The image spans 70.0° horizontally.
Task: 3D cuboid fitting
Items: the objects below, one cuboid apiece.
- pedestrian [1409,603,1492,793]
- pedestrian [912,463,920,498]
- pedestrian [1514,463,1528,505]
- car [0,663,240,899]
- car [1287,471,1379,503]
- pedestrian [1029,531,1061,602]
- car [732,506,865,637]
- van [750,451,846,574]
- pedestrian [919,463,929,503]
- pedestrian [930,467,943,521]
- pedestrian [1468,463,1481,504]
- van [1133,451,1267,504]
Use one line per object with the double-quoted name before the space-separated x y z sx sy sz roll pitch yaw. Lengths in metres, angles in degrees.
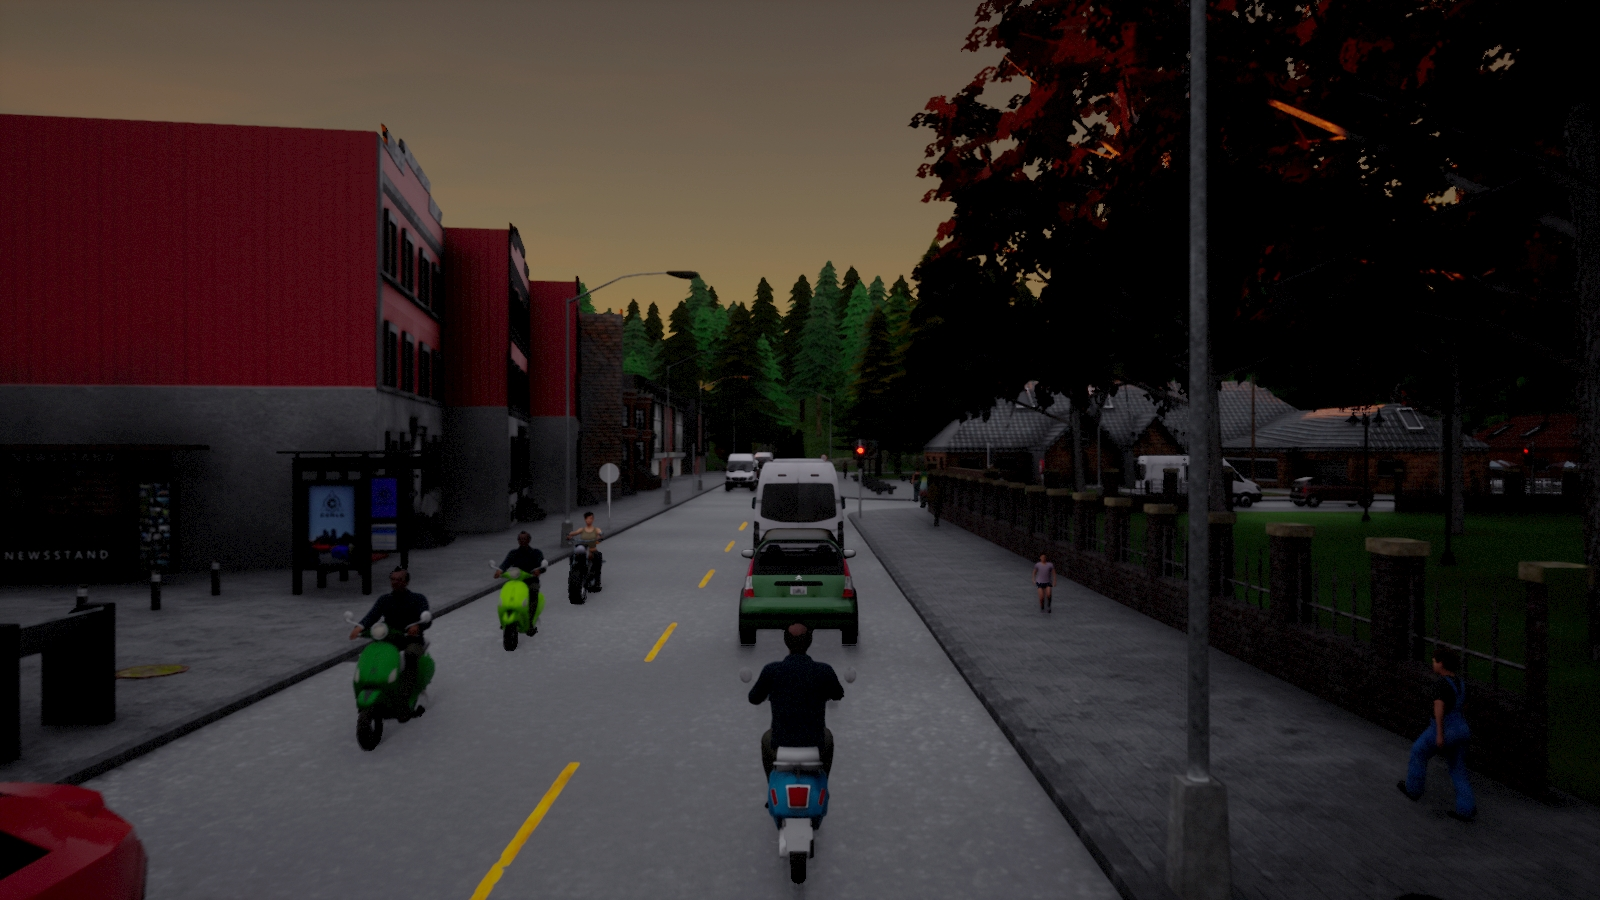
"pedestrian" 4.784 1.806 8.414 0.375 1.300 0.375 0 0 -14
"pedestrian" 6.183 1.629 60.806 0.375 1.860 0.375 0 0 16
"pedestrian" 32.180 1.525 50.990 0.375 1.860 0.375 0 0 -1
"car" -4.014 1.841 3.468 2.231 1.480 4.892 0 0 0
"car" 26.118 1.807 56.067 3.705 1.549 1.789 0 0 0
"pedestrian" 4.019 1.905 18.756 0.500 1.100 0.500 0 0 12
"car" -0.025 1.780 17.848 1.851 1.617 3.988 0 0 0
"van" -0.047 1.315 26.810 1.988 2.561 5.915 0 0 0
"pedestrian" 5.772 1.526 53.191 0.375 1.860 0.375 0 0 15
"pedestrian" 4.727 1.526 39.611 0.375 1.860 0.375 0 0 -4
"pedestrian" 30.575 1.526 51.775 0.375 1.860 0.375 0 0 -6
"van" 19.581 1.315 56.130 5.915 2.561 1.988 0 0 1
